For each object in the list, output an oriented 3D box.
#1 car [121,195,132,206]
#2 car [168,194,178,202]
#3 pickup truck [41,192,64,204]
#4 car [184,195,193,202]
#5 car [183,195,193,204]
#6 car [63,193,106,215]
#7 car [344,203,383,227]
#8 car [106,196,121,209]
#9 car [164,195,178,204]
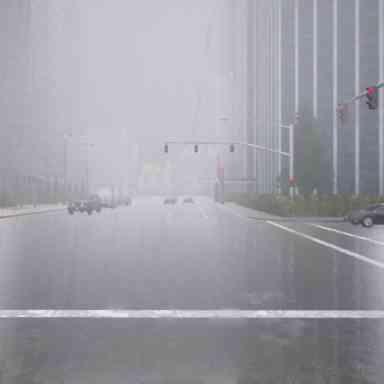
[{"bbox_3d":[-11.251,1.352,54.523,2.097,1.767,4.553,0,0,-1],"label":"car"},{"bbox_3d":[-4.336,1.355,75.253,2.097,1.767,4.553,0,0,0],"label":"car"},{"bbox_3d":[-24.331,1.059,59.937,2.390,2.098,6.274,0,0,30],"label":"pickup truck"},{"bbox_3d":[-0.841,1.387,75.492,1.882,1.535,5.008,0,0,0],"label":"car"},{"bbox_3d":[-0.754,1.526,65.241,1.812,1.442,4.674,0,0,0],"label":"car"},{"bbox_3d":[-11.091,1.221,34.787,2.150,2.045,5.566,0,0,-1],"label":"car"},{"bbox_3d":[12.630,1.505,21.981,4.892,1.490,1.837,0,0,0],"label":"car"},{"bbox_3d":[-11.176,1.564,44.316,1.994,1.385,4.181,0,0,-1],"label":"car"},{"bbox_3d":[-4.119,1.526,62.349,1.812,1.442,4.674,0,0,0],"label":"car"}]
